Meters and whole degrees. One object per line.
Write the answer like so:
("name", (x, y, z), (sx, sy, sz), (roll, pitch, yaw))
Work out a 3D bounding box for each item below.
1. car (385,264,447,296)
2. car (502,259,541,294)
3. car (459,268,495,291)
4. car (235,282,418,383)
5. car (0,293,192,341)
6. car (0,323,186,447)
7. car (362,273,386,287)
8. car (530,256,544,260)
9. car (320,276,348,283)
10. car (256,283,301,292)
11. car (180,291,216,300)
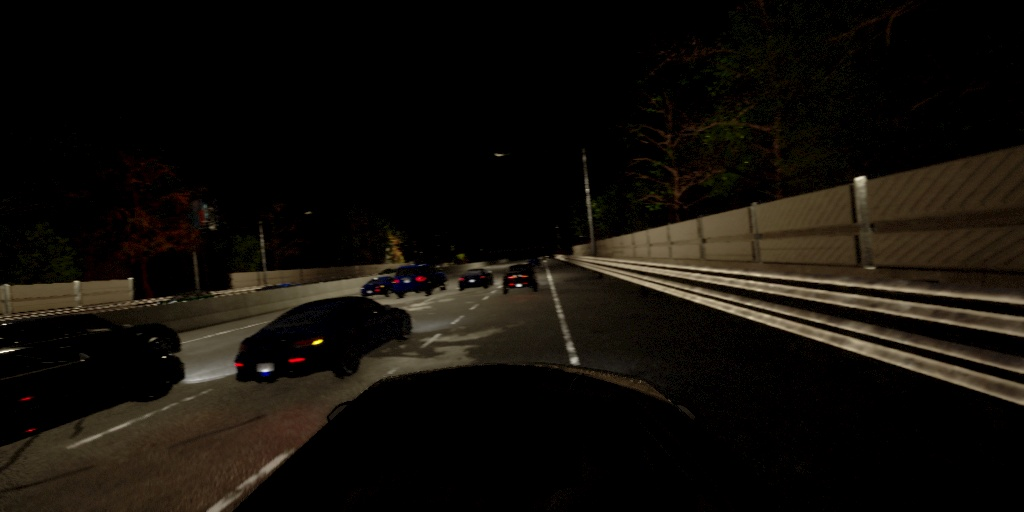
("car", (-6.078, 1.604, 24.218), (2.150, 2.045, 5.566), (-6, 0, 5))
("car", (0.538, 1.223, 20.714), (1.837, 1.490, 4.892), (-6, 0, 5))
("car", (-2.447, 1.587, 25.336), (1.994, 1.385, 4.181), (-6, 0, 5))
("car", (-3.926, 1.673, 8.268), (1.812, 1.442, 4.674), (-6, 0, 5))
("car", (-10.905, 2.195, 8.613), (2.097, 1.767, 4.553), (-6, 0, 5))
("car", (-7.660, 2.080, 5.421), (1.994, 1.385, 4.181), (-6, 0, 5))
("car", (-9.359, 2.240, 26.334), (1.812, 1.442, 4.674), (-6, 0, 5))
("car", (3.347, 1.025, 53.246), (1.812, 1.442, 4.674), (-6, 0, 5))
("car", (-19.040, 3.048, 38.017), (2.097, 1.767, 4.553), (-6, 0, 5))
("car", (-22.729, 3.539, 35.674), (1.882, 1.535, 5.008), (-6, 0, 5))
("car", (-29.960, 4.130, 33.045), (2.097, 1.767, 4.553), (-6, 0, 5))
